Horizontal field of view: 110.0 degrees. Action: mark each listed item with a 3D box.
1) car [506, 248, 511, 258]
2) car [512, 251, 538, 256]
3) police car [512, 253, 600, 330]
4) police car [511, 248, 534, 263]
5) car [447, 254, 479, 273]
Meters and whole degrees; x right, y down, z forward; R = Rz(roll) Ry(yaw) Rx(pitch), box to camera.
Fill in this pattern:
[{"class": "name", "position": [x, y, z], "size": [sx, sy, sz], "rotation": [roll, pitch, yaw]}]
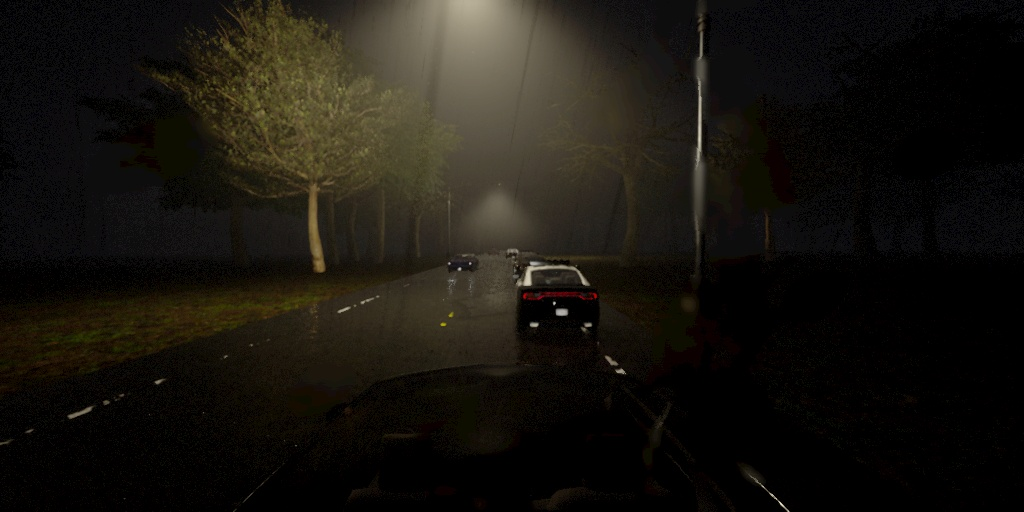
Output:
[{"class": "car", "position": [0.088, -0.333, 53.269], "size": [1.895, 1.301, 4.718], "rotation": [0, 2, 0]}, {"class": "car", "position": [1.057, 0.650, 20.023], "size": [1.837, 1.490, 4.892], "rotation": [0, 2, 0]}, {"class": "police car", "position": [1.053, 0.896, 10.132], "size": [1.930, 1.638, 5.238], "rotation": [0, 2, 0]}, {"class": "police car", "position": [1.060, 0.368, 26.127], "size": [1.930, 1.638, 5.238], "rotation": [0, 2, 0]}, {"class": "car", "position": [-3.585, 0.521, 26.798], "size": [1.895, 1.301, 4.718], "rotation": [0, 2, 0]}]
